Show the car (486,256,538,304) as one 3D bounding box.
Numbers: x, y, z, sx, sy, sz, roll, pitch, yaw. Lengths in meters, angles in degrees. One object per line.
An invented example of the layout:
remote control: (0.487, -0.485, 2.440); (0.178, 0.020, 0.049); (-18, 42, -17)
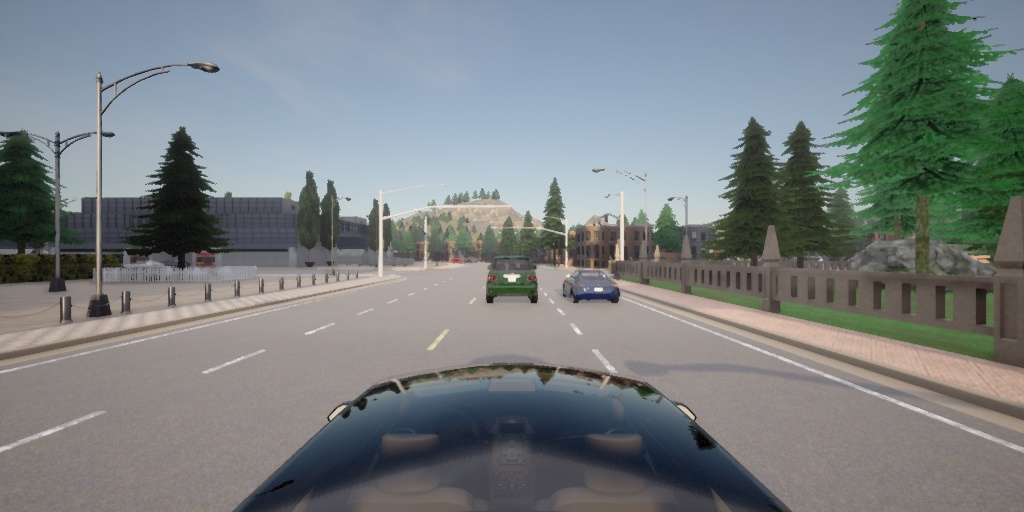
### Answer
car: (0.000, 1.007, 16.530); (2.150, 2.045, 5.566); (0, 0, 0)

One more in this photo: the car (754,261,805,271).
car: (36.392, 1.352, 48.903); (5.357, 1.411, 2.033); (0, 0, 0)

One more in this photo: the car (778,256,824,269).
car: (36.365, 1.076, 45.403); (5.566, 2.045, 2.150); (0, 0, 0)

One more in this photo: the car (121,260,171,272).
car: (-46.585, 1.282, 45.341); (4.674, 1.442, 1.812); (0, 0, 0)

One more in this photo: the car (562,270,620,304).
car: (3.500, 1.321, 16.500); (1.994, 1.385, 4.181); (0, 0, 0)
